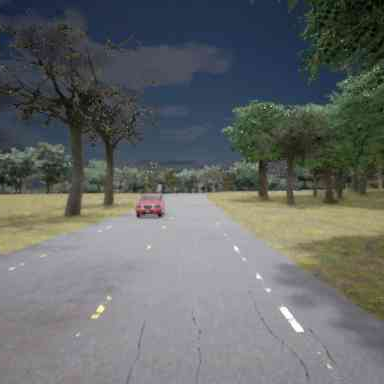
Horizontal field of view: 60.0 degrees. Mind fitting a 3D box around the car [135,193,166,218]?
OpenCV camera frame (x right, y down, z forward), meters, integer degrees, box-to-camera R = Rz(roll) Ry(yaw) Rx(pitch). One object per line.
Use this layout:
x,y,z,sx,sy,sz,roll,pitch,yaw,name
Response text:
-3.592,1.154,29.666,2.150,2.045,5.566,0,0,0,car
